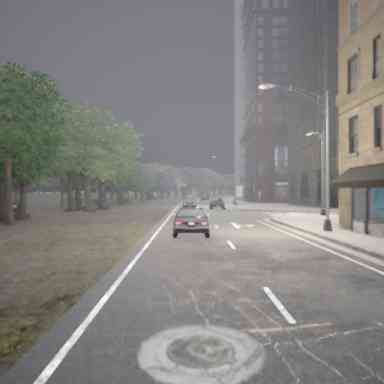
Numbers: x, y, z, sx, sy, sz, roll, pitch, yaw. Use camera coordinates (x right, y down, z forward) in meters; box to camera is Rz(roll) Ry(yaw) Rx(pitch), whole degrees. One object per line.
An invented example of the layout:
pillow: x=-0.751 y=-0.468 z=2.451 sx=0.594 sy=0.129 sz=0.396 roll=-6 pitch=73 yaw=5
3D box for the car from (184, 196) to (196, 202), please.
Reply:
car: x=-0.285 y=1.597 z=44.111 sx=1.895 sy=1.301 sz=4.718 roll=0 pitch=0 yaw=-1

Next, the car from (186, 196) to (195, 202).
car: x=-0.398 y=1.658 z=79.730 sx=1.882 sy=1.535 sz=5.008 roll=0 pitch=0 yaw=2

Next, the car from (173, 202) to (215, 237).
car: x=-0.045 y=1.501 z=17.791 sx=2.033 sy=1.411 sz=5.357 roll=0 pitch=0 yaw=0

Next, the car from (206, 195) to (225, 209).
car: x=3.216 y=1.498 z=43.933 sx=1.837 sy=1.490 sz=4.892 roll=0 pitch=0 yaw=0

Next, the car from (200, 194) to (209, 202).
car: x=3.078 y=1.397 z=78.899 sx=2.150 sy=2.045 sz=5.566 roll=0 pitch=0 yaw=2
